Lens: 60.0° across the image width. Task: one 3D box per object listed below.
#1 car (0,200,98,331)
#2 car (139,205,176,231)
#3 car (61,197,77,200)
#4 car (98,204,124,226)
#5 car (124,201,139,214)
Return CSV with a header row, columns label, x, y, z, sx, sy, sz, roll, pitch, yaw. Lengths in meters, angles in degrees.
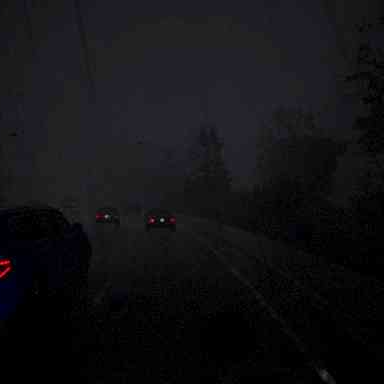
label,x,y,z,sx,sy,sz,roll,pitch,yaw
car,-3.783,1.299,7.094,2.150,2.045,5.566,0,0,-4
car,-2.252,1.767,22.275,2.033,1.411,5.357,0,-1,-11
car,-14.622,1.614,39.498,2.150,2.045,5.566,0,0,-21
car,-6.543,1.804,25.661,2.033,1.411,5.357,0,-1,-13
car,-7.557,1.898,40.966,2.128,1.511,4.902,0,-1,-20
